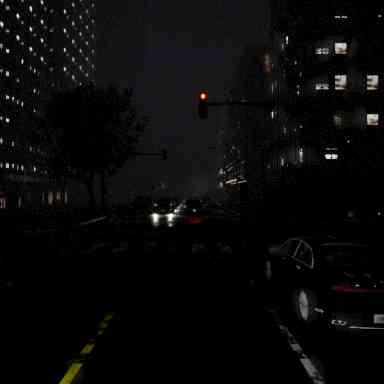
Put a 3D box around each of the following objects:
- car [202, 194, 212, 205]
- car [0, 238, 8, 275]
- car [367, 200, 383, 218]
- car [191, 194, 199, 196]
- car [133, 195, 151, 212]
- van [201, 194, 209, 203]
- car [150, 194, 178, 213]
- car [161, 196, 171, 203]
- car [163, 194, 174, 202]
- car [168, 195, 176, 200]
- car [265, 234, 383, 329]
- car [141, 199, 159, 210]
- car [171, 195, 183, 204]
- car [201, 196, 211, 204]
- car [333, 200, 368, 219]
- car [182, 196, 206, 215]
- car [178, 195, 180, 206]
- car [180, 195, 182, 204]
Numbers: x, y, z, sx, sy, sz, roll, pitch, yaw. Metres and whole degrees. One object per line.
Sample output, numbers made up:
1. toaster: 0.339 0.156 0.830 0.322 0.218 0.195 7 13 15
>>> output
1. car: 2.785 1.610 61.347 1.947 1.339 4.313 0 0 0
2. car: -5.680 1.545 6.881 1.887 1.381 4.507 0 0 0
3. car: 15.302 1.338 23.695 4.181 1.385 1.994 -1 0 0
4. car: 0.201 1.594 63.597 2.033 1.411 5.357 0 0 0
5. car: -5.631 1.336 39.270 2.192 1.841 5.009 0 0 0
6. van: 2.802 1.402 72.394 1.690 1.788 3.998 0 0 0
7. car: -3.042 1.371 37.003 2.097 1.767 4.553 0 0 0
8. car: -5.579 1.627 72.407 1.947 1.339 4.313 0 0 0
9. car: -5.571 1.386 77.929 2.192 1.841 5.009 0 0 0
10. car: -5.545 1.654 94.498 2.008 1.369 4.403 0 0 0
11. car: 2.700 1.551 6.868 2.008 1.369 4.403 0 0 0
12. car: -5.622 1.592 44.793 1.947 1.339 4.313 0 0 0
13. car: -2.938 1.402 65.333 2.097 1.767 4.553 0 0 1
14. car: 2.794 1.578 67.040 1.752 1.417 4.829 0 0 0
15. car: 13.467 1.350 26.257 4.403 1.369 2.008 -1 1 0
16. car: 0.139 1.522 34.604 1.837 1.490 4.892 -1 0 -2
17. car: -3.023 1.505 46.094 1.882 1.535 5.008 0 0 0
18. car: -3.007 1.563 55.402 1.812 1.442 4.674 0 0 1
